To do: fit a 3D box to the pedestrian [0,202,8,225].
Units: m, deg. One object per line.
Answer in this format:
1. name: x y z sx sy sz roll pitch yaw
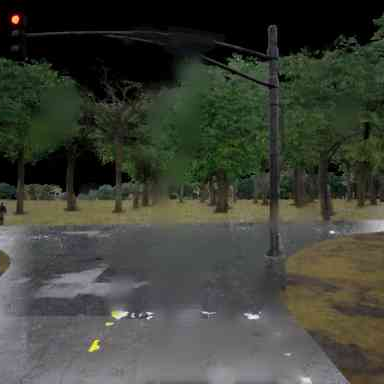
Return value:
1. pedestrian: -15.242 1.718 26.759 0.375 1.860 0.375 0 -1 0
